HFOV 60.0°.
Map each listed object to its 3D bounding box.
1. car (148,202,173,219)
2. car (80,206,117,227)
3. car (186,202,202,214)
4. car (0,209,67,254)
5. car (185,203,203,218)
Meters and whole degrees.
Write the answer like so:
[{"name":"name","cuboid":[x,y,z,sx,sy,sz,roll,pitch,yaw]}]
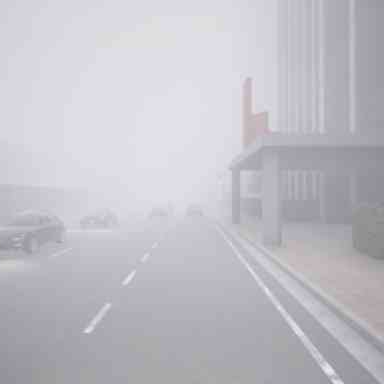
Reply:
[{"name":"car","cuboid":[-3.304,1.943,33.856,1.812,1.442,4.674,0,-1,1]},{"name":"car","cuboid":[-6.978,1.837,25.354,1.812,1.442,4.674,0,-1,0]},{"name":"car","cuboid":[0.259,2.121,45.082,1.994,1.385,4.181,0,-1,0]},{"name":"car","cuboid":[-7.046,1.683,14.415,1.837,1.490,4.892,0,-1,0]},{"name":"car","cuboid":[0.229,2.047,36.095,1.895,1.301,4.718,0,-1,0]}]
